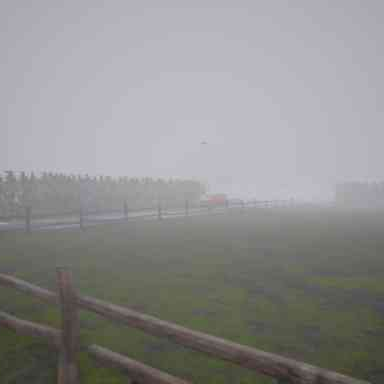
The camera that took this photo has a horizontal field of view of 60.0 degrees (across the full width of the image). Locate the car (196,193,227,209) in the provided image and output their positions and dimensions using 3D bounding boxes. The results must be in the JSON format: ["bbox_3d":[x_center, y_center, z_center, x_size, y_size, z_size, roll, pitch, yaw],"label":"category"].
[{"bbox_3d":[2.741,1.198,44.173,2.150,2.045,5.566,0,0,35],"label":"car"}]
